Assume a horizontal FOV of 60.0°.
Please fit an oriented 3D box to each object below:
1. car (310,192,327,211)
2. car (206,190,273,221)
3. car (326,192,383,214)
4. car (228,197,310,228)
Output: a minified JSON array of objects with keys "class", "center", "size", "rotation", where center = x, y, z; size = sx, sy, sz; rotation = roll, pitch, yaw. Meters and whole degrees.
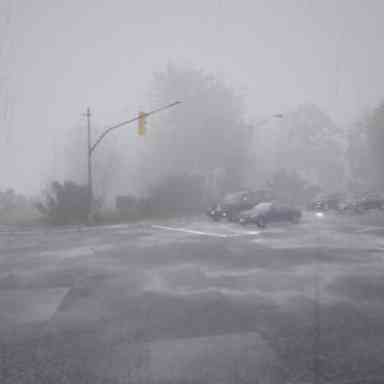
[{"class":"car","center":[12.016,0.777,29.233],"size":[4.892,1.490,1.837],"rotation":[-4,2,-30]},{"class":"car","center":[3.647,0.943,23.878],"size":[5.566,2.045,2.150],"rotation":[-2,1,-35]},{"class":"car","center":[13.190,0.783,25.872],"size":[4.902,1.511,2.128],"rotation":[-4,2,-30]},{"class":"car","center":[4.772,1.263,20.368],"size":[4.674,1.442,1.812],"rotation":[-2,1,-33]}]
